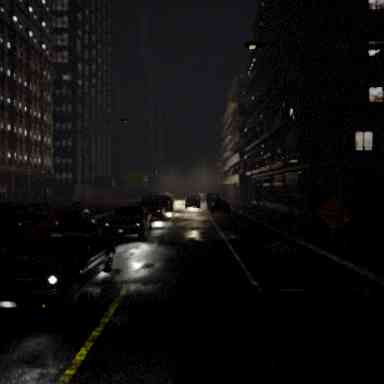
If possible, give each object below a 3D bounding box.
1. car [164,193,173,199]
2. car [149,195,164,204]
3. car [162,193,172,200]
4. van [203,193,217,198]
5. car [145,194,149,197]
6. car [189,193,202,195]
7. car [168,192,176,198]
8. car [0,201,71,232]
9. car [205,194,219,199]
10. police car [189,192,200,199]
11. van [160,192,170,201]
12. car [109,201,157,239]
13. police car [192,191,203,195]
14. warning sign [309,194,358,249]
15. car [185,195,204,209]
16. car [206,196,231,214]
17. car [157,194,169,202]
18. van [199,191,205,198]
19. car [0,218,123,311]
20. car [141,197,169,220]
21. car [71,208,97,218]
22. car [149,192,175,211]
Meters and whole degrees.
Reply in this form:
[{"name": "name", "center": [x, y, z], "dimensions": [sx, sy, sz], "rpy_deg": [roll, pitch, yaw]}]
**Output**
[{"name": "car", "center": [-5.678, 1.024, 81.677], "dimensions": [1.947, 1.339, 4.313], "rpy_deg": [0, 0, 0]}, {"name": "car", "center": [-5.683, 1.176, 54.063], "dimensions": [2.008, 1.369, 4.403], "rpy_deg": [0, 0, 0]}, {"name": "car", "center": [-5.679, 1.035, 76.154], "dimensions": [1.887, 1.381, 4.507], "rpy_deg": [0, 0, 0]}, {"name": "van", "center": [2.696, 1.037, 43.015], "dimensions": [1.690, 1.788, 3.998], "rpy_deg": [0, 0, 0]}, {"name": "car", "center": [-5.684, 1.262, 43.018], "dimensions": [1.947, 1.339, 4.313], "rpy_deg": [0, 0, 0]}, {"name": "car", "center": [0.012, 1.218, 49.530], "dimensions": [1.994, 1.385, 4.181], "rpy_deg": [0, 0, 0]}, {"name": "car", "center": [-5.676, 0.836, 92.722], "dimensions": [1.967, 1.590, 4.097], "rpy_deg": [0, 0, 0]}, {"name": "car", "center": [-5.691, 1.242, 9.879], "dimensions": [2.192, 1.841, 5.009], "rpy_deg": [0, 0, 0]}, {"name": "car", "center": [2.696, 1.256, 37.663], "dimensions": [1.752, 1.417, 4.829], "rpy_deg": [0, 0, 0]}, {"name": "police car", "center": [0.479, 0.881, 82.013], "dimensions": [1.930, 1.638, 5.238], "rpy_deg": [0, 0, -8]}, {"name": "van", "center": [-5.680, 0.864, 70.629], "dimensions": [1.690, 1.788, 3.998], "rpy_deg": [0, 0, 0]}, {"name": "car", "center": [-3.096, 1.403, 16.843], "dimensions": [1.812, 1.442, 4.674], "rpy_deg": [0, 0, 0]}, {"name": "police car", "center": [0.914, 0.940, 72.114], "dimensions": [1.930, 1.638, 5.238], "rpy_deg": [0, 0, 0]}, {"name": "warning sign", "center": [5.071, 1.027, 12.001], "dimensions": [1.300, 1.860, 1.060], "rpy_deg": [0, 0, 0]}, {"name": "car", "center": [0.108, 1.321, 39.245], "dimensions": [1.895, 1.301, 4.718], "rpy_deg": [0, 0, 0]}, {"name": "car", "center": [2.695, 1.336, 31.970], "dimensions": [1.947, 1.339, 4.313], "rpy_deg": [0, 0, 0]}, {"name": "car", "center": [-5.681, 1.108, 65.109], "dimensions": [2.008, 1.369, 4.403], "rpy_deg": [0, 0, 0]}, {"name": "van", "center": [2.705, 0.737, 92.719], "dimensions": [1.690, 1.788, 3.998], "rpy_deg": [0, 0, 0]}, {"name": "car", "center": [-3.088, 1.544, 7.731], "dimensions": [1.895, 1.301, 4.718], "rpy_deg": [0, 0, -1]}, {"name": "car", "center": [-3.080, 1.337, 26.022], "dimensions": [1.812, 1.442, 4.674], "rpy_deg": [0, 0, 0]}, {"name": "car", "center": [-5.689, 1.453, 15.404], "dimensions": [1.947, 1.339, 4.313], "rpy_deg": [0, 0, 0]}, {"name": "car", "center": [-3.036, 1.096, 35.739], "dimensions": [2.097, 1.767, 4.553], "rpy_deg": [0, 0, 0]}]
